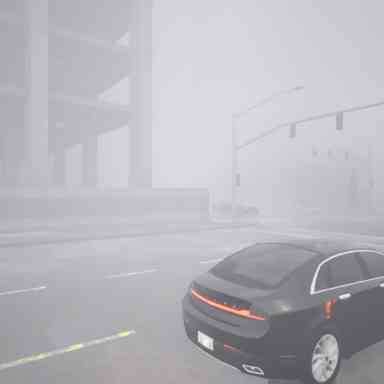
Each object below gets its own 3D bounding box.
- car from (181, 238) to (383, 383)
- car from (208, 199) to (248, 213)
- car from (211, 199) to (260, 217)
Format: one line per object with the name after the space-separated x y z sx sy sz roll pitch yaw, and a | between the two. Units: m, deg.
2.143 1.505 5.317 4.892 1.490 1.837 0 0 -35 | car
4.037 1.526 37.874 1.812 1.442 4.674 0 0 -36 | car
4.172 1.601 31.720 1.895 1.301 4.718 0 0 -36 | car
